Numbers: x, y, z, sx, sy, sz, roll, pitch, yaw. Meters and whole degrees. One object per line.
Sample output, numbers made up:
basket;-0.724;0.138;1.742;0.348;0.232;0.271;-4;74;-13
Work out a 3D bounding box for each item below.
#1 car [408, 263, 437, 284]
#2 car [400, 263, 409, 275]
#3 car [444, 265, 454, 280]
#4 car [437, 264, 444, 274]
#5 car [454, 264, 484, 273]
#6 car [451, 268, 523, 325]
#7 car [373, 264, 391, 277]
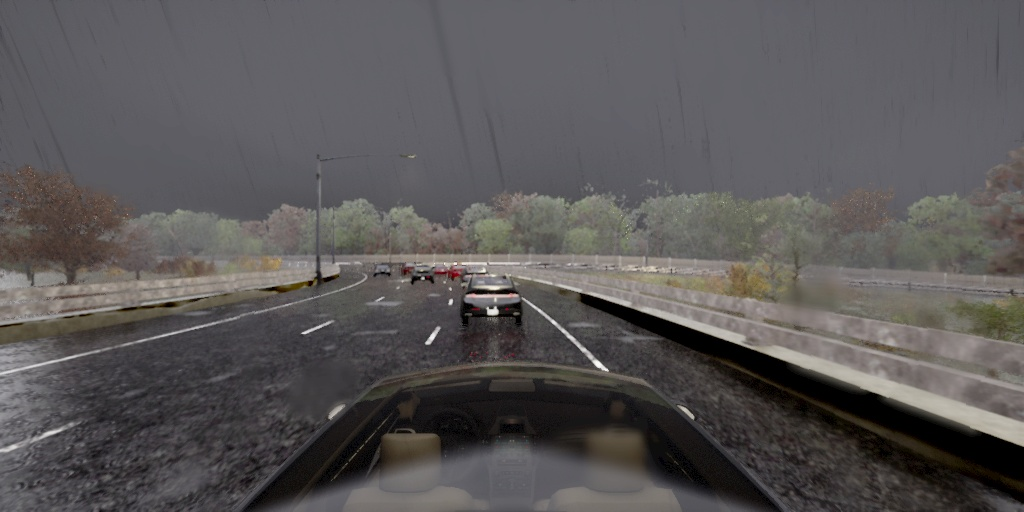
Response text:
car;-7.678;1.522;30.700;1.837;1.490;4.892;0;0;-15
car;-13.066;1.631;45.705;1.882;1.535;5.008;0;-1;-23
car;-5.079;1.523;34.297;1.882;1.535;5.008;0;-1;-16
car;-9.296;1.714;45.830;1.994;1.385;4.181;0;-1;-23
car;-2.545;1.442;24.026;2.128;1.511;4.902;0;-1;-11
car;-0.740;1.337;12.226;2.128;1.511;4.902;0;0;-5
car;-15.470;1.674;42.585;2.033;1.411;5.357;0;-1;-22
